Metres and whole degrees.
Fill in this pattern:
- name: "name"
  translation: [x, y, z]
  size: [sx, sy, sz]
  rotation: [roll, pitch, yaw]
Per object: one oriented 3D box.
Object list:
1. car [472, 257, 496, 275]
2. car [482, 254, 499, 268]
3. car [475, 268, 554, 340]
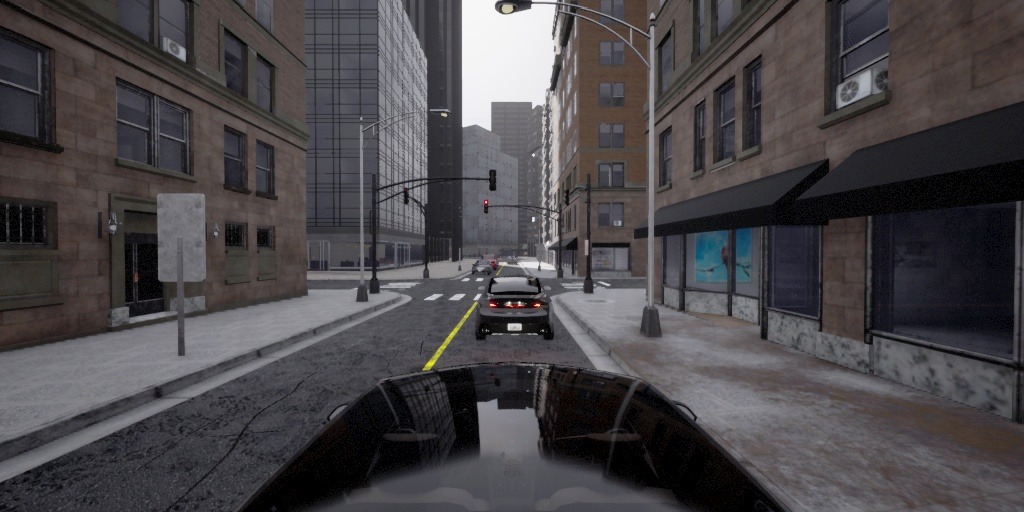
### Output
- name: "car"
  translation: [-3.133, 1.163, 37.976]
  size: [2.128, 1.511, 4.902]
  rotation: [0, 0, 0]
- name: "car"
  translation: [-3.150, 0.809, 48.281]
  size: [2.150, 2.045, 5.566]
  rotation: [0, 1, 0]
- name: "car"
  translation: [0.070, 1.252, 9.987]
  size: [1.837, 1.490, 4.892]
  rotation: [0, 0, 0]
